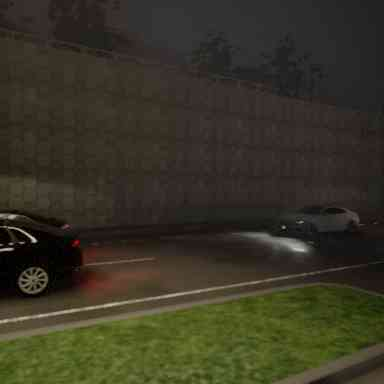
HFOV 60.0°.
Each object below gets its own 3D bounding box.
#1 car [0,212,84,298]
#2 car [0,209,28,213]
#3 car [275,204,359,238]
[{"bbox_3d":[-4.812,1.358,6.880,4.892,1.490,1.837,-1,2,-25],"label":"car"},{"bbox_3d":[-6.253,1.294,10.043,4.902,1.511,2.128,0,1,-24],"label":"car"},{"bbox_3d":[6.314,1.350,16.524,4.674,1.442,1.812,0,1,-28],"label":"car"}]
